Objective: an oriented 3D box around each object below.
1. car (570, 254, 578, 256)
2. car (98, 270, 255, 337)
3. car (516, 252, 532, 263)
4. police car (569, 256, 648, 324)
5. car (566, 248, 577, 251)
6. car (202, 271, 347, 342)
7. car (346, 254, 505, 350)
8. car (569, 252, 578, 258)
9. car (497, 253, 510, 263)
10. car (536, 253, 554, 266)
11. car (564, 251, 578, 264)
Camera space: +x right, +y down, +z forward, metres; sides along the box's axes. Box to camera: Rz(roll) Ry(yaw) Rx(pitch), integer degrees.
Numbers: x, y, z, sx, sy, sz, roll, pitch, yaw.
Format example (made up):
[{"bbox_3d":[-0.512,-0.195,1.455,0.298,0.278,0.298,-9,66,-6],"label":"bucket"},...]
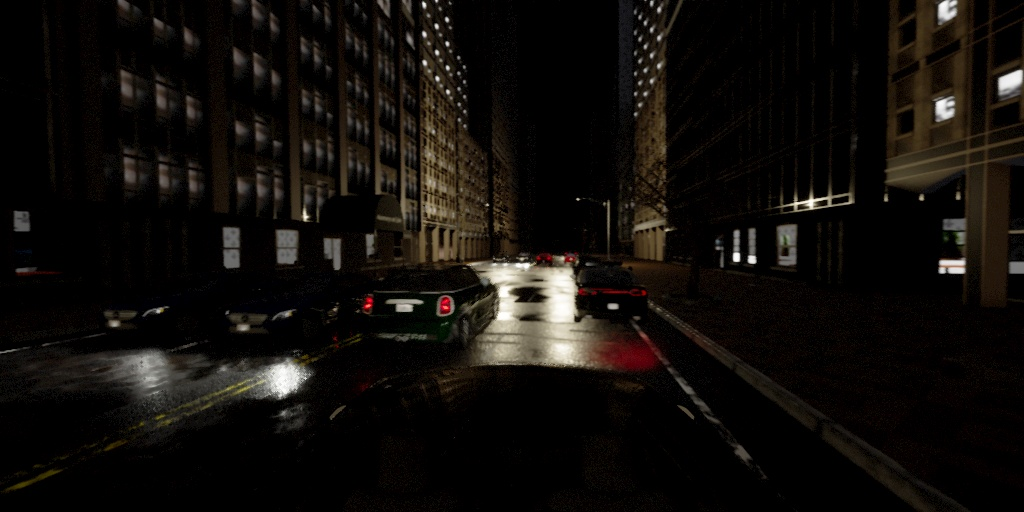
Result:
[{"bbox_3d":[4.462,0.831,20.970,1.837,1.490,4.892,0,1,9],"label":"car"},{"bbox_3d":[-8.292,1.159,10.111,1.812,1.442,4.674,0,1,9],"label":"car"},{"bbox_3d":[1.768,0.243,51.155,2.128,1.511,4.902,0,1,10],"label":"car"},{"bbox_3d":[2.858,0.958,11.211,1.930,1.638,5.238,0,1,9],"label":"police car"},{"bbox_3d":[9.745,-0.229,59.123,2.150,2.045,5.566,0,1,9],"label":"car"},{"bbox_3d":[-5.085,1.147,9.583,1.812,1.442,4.674,0,1,9],"label":"car"},{"bbox_3d":[-1.700,0.963,8.915,2.097,1.767,4.553,0,1,9],"label":"car"},{"bbox_3d":[5.434,0.706,26.890,1.837,1.490,4.892,0,1,9],"label":"car"},{"bbox_3d":[-1.433,0.266,51.714,1.837,1.490,4.892,0,2,10],"label":"car"},{"bbox_3d":[4.042,0.402,43.862,1.812,1.442,4.674,0,1,9],"label":"car"},{"bbox_3d":[8.093,0.315,48.923,1.994,1.385,4.181,0,1,10],"label":"car"}]
